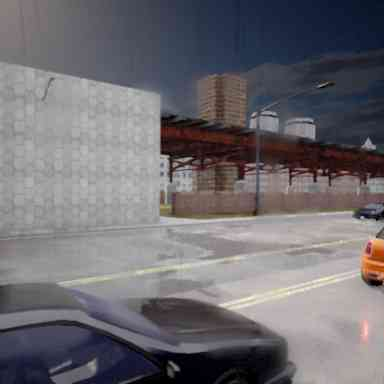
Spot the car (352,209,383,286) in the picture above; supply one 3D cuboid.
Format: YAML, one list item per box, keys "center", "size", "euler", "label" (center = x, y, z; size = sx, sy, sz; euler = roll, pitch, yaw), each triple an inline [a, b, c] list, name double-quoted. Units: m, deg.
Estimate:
- center: [6.264, 1.394, 8.242]
  size: [4.553, 1.767, 2.097]
  euler: [0, 0, -34]
  label: "car"

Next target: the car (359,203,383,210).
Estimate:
- center: [15.779, 1.673, 28.206]
  size: [5.357, 1.411, 2.033]
  euler: [0, 0, -36]
  label: "car"

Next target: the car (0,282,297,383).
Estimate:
- center: [-1.511, 1.548, 2.669]
  size: [5.357, 1.411, 2.033]
  euler: [0, 0, -36]
  label: "car"
